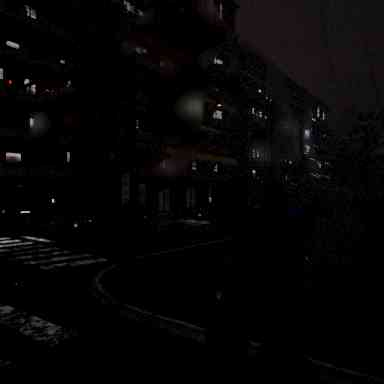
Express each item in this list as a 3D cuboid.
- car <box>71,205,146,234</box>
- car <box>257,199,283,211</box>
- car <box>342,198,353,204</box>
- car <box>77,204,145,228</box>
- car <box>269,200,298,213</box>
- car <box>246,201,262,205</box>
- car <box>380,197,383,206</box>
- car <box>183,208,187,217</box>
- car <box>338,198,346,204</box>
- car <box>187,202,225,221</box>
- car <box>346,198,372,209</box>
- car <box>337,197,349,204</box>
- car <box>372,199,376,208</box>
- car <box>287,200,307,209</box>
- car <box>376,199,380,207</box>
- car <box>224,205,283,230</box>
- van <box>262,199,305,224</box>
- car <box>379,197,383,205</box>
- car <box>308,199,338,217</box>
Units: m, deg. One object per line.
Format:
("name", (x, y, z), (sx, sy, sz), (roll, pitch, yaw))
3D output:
("car", (-4.937, 1.591, 20.226), (2.128, 1.511, 4.902), (1, 0, 36))
("car", (10.777, 1.743, 45.939), (1.967, 1.590, 4.097), (1, 0, 36))
("car", (40.232, 2.220, 85.882), (1.752, 1.417, 4.829), (1, 0, 36))
("car", (-5.645, 1.626, 23.672), (2.008, 1.369, 4.403), (1, 0, 36))
("car", (11.973, 1.811, 43.131), (1.882, 1.535, 5.008), (1, 0, 37))
("car", (7.491, 1.840, 41.486), (1.802, 1.307, 4.206), (1, 0, 36))
("car", (37.219, 2.252, 67.679), (1.887, 1.381, 4.507), (1, 0, 36))
("car", (0.924, 1.712, 32.579), (1.887, 1.381, 4.507), (1, 0, 36))
("car", (33.764, 2.177, 77.112), (1.947, 1.339, 4.313), (1, 0, 36))
("car", (1.845, 1.758, 29.456), (1.994, 1.385, 4.181), (1, 0, 37))
("car", (27.370, 1.891, 54.320), (2.192, 1.841, 5.009), (1, 0, 36))
("car", (37.050, 2.094, 81.566), (1.967, 1.590, 4.097), (1, 0, 36))
("car", (30.650, 2.202, 58.772), (1.802, 1.307, 4.206), (1, 0, 36))
("car", (17.344, 1.974, 54.846), (1.802, 1.307, 4.206), (1, 0, 36))
("car", (33.936, 2.104, 63.226), (1.967, 1.590, 4.097), (1, 0, 36))
("car", (4.378, 1.827, 23.145), (1.947, 1.339, 4.313), (1, 0, 36))
("van", (7.665, 1.647, 27.599), (1.690, 1.788, 3.998), (1, 0, 36))
("car", (47.075, 2.151, 81.040), (2.192, 1.841, 5.009), (1, 0, 36))
("car", (14.232, 1.837, 36.506), (1.967, 1.590, 4.097), (1, 0, 36))
